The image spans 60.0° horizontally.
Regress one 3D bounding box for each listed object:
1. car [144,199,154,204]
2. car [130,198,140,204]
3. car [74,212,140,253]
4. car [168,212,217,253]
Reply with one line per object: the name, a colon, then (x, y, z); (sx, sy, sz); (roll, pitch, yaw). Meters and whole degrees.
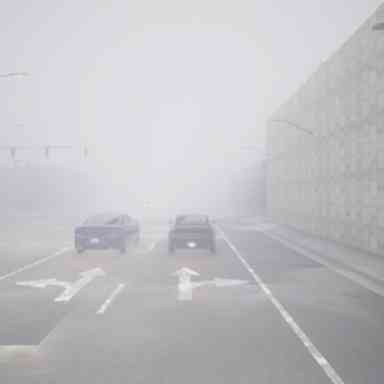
car: (-10.510, 2.362, 81.386); (1.895, 1.301, 4.718); (0, -1, 0)
car: (-14.010, 2.281, 81.207); (1.812, 1.442, 4.674); (0, -1, 0)
car: (-3.494, 1.615, 14.478); (1.882, 1.535, 5.008); (0, 0, 0)
car: (0.004, 1.643, 14.309); (1.837, 1.490, 4.892); (0, 0, 0)
